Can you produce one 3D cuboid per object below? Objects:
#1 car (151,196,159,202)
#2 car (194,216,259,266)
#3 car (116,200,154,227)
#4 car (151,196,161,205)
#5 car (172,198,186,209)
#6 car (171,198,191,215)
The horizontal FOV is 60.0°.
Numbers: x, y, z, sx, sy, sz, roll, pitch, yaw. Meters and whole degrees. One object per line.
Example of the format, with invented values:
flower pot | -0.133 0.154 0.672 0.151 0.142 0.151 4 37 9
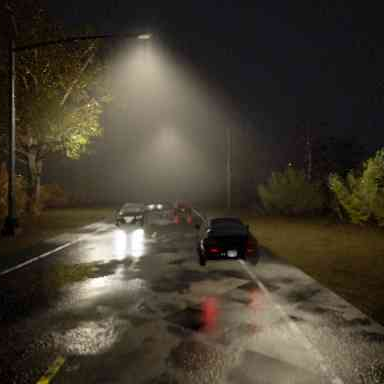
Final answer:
car | -9.548 1.695 85.836 1.837 1.490 4.892 0 0 -8
car | 1.096 1.576 11.699 1.812 1.442 4.674 0 0 -1
car | -4.111 1.587 23.469 2.128 1.511 4.902 0 0 -2
car | -6.886 1.784 63.761 1.895 1.301 4.718 0 0 -5
car | -1.954 1.662 48.920 1.837 1.490 4.892 0 0 -5
car | -1.054 1.651 36.099 1.812 1.442 4.674 0 0 -3
